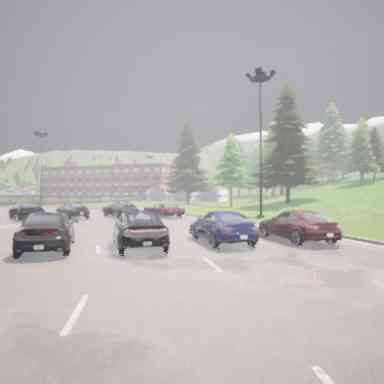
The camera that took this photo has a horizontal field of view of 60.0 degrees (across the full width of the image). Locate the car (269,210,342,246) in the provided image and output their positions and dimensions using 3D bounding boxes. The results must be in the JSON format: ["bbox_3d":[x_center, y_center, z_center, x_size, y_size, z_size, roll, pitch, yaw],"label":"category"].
[{"bbox_3d":[4.818,1.539,15.273,1.812,1.442,4.674,0,0,-15],"label":"car"}]

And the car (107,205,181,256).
[{"bbox_3d":[-2.163,1.522,13.487,2.128,1.511,4.902,0,0,-16],"label":"car"}]

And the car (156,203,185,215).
[{"bbox_3d":[-2.609,1.661,30.606,1.895,1.301,4.718,0,0,-34],"label":"car"}]

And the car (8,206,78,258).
[{"bbox_3d":[-5.679,1.545,13.106,1.837,1.490,4.892,0,0,-17],"label":"car"}]

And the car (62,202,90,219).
[{"bbox_3d":[-10.500,1.605,29.138,1.812,1.442,4.674,0,0,-39],"label":"car"}]

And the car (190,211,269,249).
[{"bbox_3d":[1.330,1.547,14.745,1.812,1.442,4.674,0,0,-16],"label":"car"}]

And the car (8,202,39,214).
[{"bbox_3d":[-13.968,1.564,27.892,1.882,1.535,5.008,0,0,-40],"label":"car"}]

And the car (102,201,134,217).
[{"bbox_3d":[-6.594,1.562,30.138,2.128,1.511,4.902,0,0,-36],"label":"car"}]
